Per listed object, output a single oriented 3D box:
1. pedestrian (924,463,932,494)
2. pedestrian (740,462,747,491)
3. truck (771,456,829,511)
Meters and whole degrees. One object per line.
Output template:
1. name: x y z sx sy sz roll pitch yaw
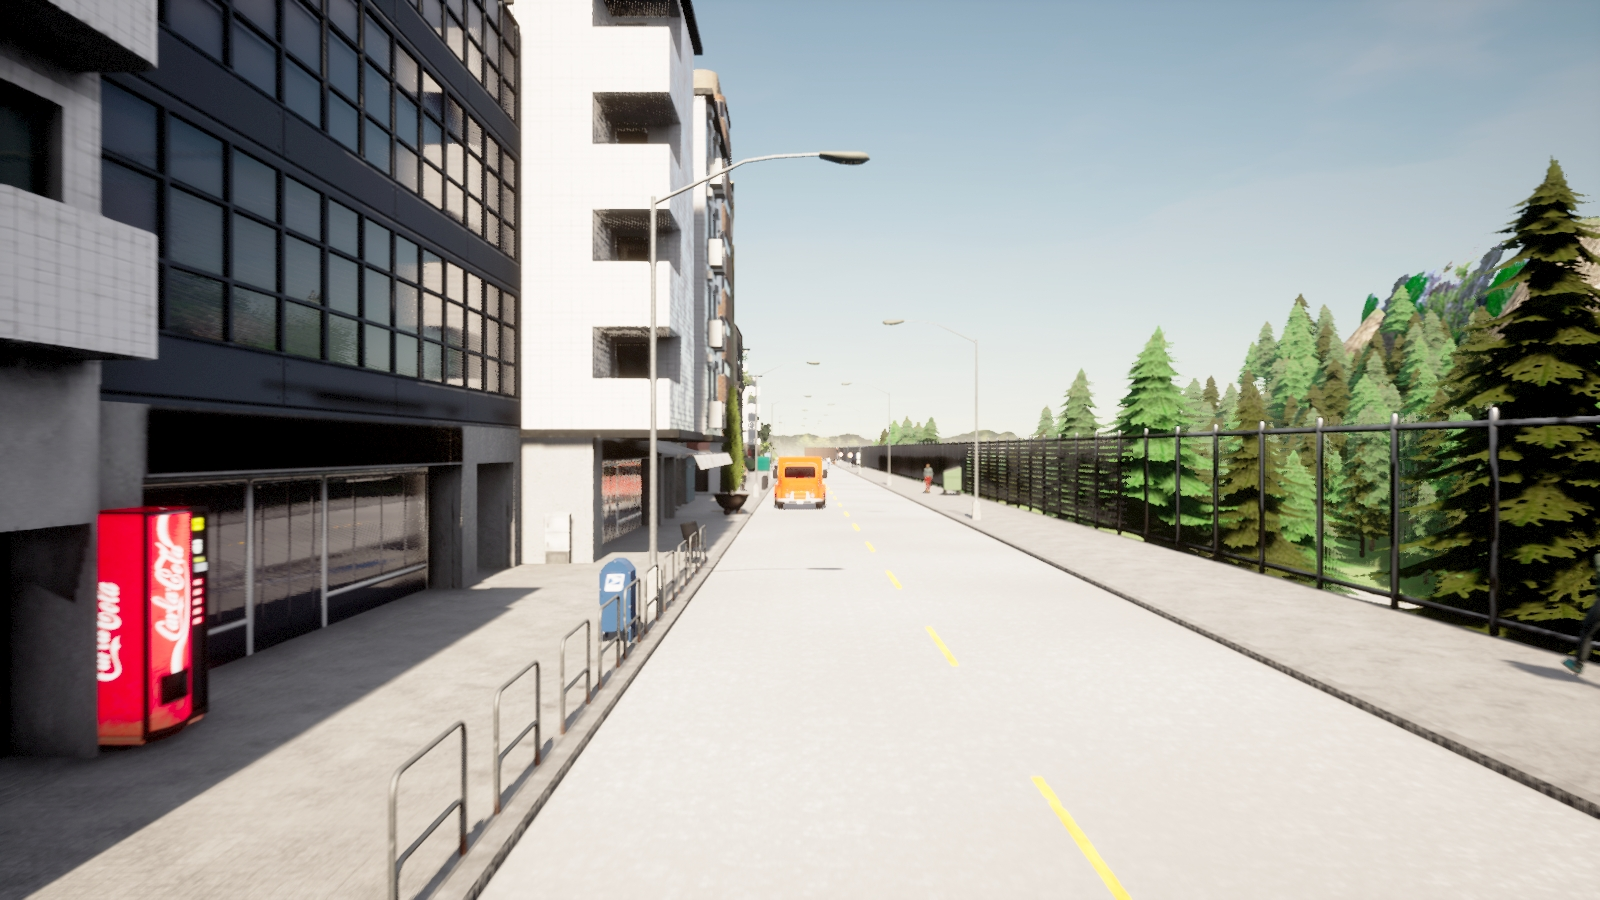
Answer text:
1. pedestrian: 7.717 1.697 68.844 0.375 1.860 0.375 0 0 16
2. pedestrian: -3.608 1.693 73.014 0.375 1.860 0.375 0 0 -18
3. truck: 0.000 1.529 54.442 2.627 2.467 5.204 0 0 0
